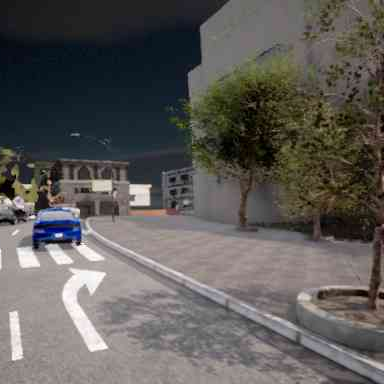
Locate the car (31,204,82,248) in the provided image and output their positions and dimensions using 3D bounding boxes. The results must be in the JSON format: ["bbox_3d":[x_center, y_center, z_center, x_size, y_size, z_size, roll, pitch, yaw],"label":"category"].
[{"bbox_3d":[-6.262,1.504,15.274,1.882,1.535,5.008,0,1,-25],"label":"car"}]

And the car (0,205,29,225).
[{"bbox_3d":[-12.964,1.582,23.309,1.994,1.385,4.181,-2,-1,-13],"label":"car"}]

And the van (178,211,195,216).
[{"bbox_3d":[-0.920,4.767,65.447,1.878,1.987,4.442,5,-9,-41],"label":"van"}]

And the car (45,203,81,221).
[{"bbox_3d":[-10.399,1.669,27.179,1.895,1.301,4.718,-2,-4,-11],"label":"car"}]
